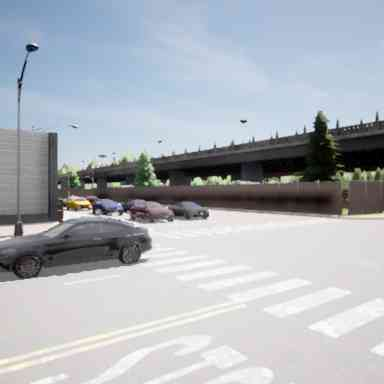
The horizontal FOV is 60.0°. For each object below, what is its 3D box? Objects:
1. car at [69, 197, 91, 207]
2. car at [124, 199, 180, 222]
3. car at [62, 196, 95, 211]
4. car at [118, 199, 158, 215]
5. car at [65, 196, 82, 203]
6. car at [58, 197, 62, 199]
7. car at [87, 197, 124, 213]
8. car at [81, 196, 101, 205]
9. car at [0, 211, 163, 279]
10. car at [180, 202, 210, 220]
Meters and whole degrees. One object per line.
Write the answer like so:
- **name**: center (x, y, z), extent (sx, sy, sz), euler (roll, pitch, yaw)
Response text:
- **car**: center (-17.281, 1.464, 51.174), extent (1.812, 1.442, 4.674), euler (0, 0, -35)
- **car**: center (-3.131, 1.466, 25.196), extent (1.812, 1.442, 4.674), euler (0, 0, -36)
- **car**: center (-13.679, 1.418, 39.984), extent (1.882, 1.535, 5.008), euler (0, 0, -35)
- **car**: center (-5.761, 1.486, 34.915), extent (2.033, 1.411, 5.357), euler (0, 0, -35)
- **car**: center (-23.583, 1.462, 66.053), extent (1.812, 1.442, 4.674), euler (0, 0, -36)
- **car**: center (-19.839, 1.487, 48.681), extent (2.033, 1.411, 5.357), euler (0, 0, -35)
- **car**: center (-8.340, 1.466, 32.508), extent (1.812, 1.442, 4.674), euler (0, 0, -35)
- **car**: center (-17.661, 1.415, 57.931), extent (1.882, 1.535, 5.008), euler (0, 0, -36)
- **car**: center (-3.445, 1.525, 10.144), extent (4.674, 1.442, 1.812), euler (0, 0, -35)
- **car**: center (-0.400, 1.503, 27.395), extent (1.994, 1.385, 4.181), euler (0, 0, -36)
